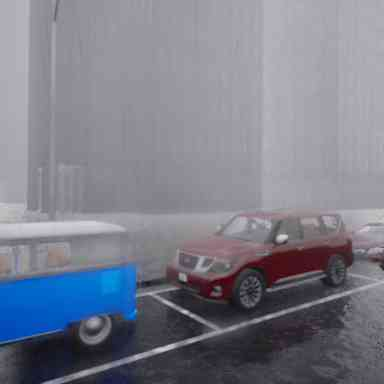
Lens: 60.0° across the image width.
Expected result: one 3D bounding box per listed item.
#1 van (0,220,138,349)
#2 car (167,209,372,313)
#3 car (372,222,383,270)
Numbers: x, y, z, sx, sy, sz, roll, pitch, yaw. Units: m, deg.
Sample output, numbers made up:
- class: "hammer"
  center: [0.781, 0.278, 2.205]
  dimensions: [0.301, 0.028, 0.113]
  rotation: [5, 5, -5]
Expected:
- class: "van"
  center: [-2.747, 1.345, 4.688]
  dimensions: [3.998, 1.788, 1.690]
  rotation: [1, 0, -35]
- class: "car"
  center: [1.877, 1.374, 7.982]
  dimensions: [5.009, 1.841, 2.192]
  rotation: [1, 0, -35]
- class: "car"
  center: [6.499, 1.696, 11.274]
  dimensions: [4.206, 1.307, 1.802]
  rotation: [1, 0, -35]
